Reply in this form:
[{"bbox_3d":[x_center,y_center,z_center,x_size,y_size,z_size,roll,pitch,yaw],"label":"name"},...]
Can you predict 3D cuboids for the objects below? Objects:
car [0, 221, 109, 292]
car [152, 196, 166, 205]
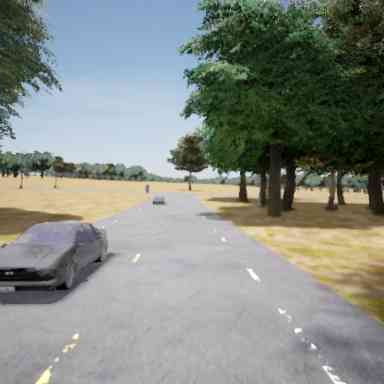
[{"bbox_3d":[-3.718,1.551,9.293,2.033,1.411,5.357,0,0,-1],"label":"car"},{"bbox_3d":[-5.024,1.250,51.107,2.033,1.411,5.357,0,1,-1],"label":"car"}]
